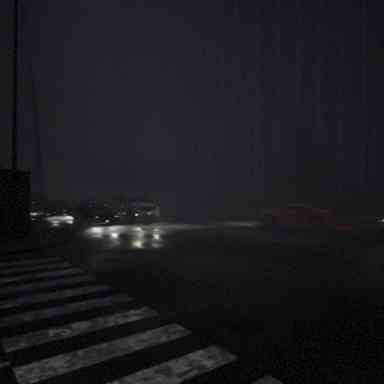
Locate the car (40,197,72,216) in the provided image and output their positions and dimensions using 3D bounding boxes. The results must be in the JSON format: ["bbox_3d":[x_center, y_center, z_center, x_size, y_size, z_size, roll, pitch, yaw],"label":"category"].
[{"bbox_3d":[-12.456,1.482,31.050,1.994,1.385,4.181,1,0,-36],"label":"car"}]

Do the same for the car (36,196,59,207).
[{"bbox_3d":[-21.407,1.380,49.247,2.128,1.511,4.902,1,0,-36],"label":"car"}]

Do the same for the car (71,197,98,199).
[{"bbox_3d":[-10.381,1.297,34.139,2.097,1.767,4.553,1,0,-36],"label":"car"}]

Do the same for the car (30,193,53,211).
[{"bbox_3d":[-18.000,1.110,38.631,2.150,2.045,5.566,1,0,-36],"label":"car"}]

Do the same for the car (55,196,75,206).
[{"bbox_3d":[-20.962,1.413,54.858,1.837,1.490,4.892,1,0,-36],"label":"car"}]

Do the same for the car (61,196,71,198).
[{"bbox_3d":[-15.630,1.482,41.315,1.994,1.385,4.181,1,0,-36],"label":"car"}]

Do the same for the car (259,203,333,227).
[{"bbox_3d":[7.242,1.556,23.504,5.008,1.535,1.882,1,2,23],"label":"car"}]

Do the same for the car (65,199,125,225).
[{"bbox_3d":[-7.018,1.493,23.614,2.033,1.411,5.357,1,0,-36],"label":"car"}]

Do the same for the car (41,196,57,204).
[{"bbox_3d":[-27.180,1.439,63.193,1.994,1.385,4.181,1,0,-36],"label":"car"}]

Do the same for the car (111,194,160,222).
[{"bbox_3d":[-4.719,1.196,26.402,2.150,2.045,5.566,1,0,-36],"label":"car"}]
